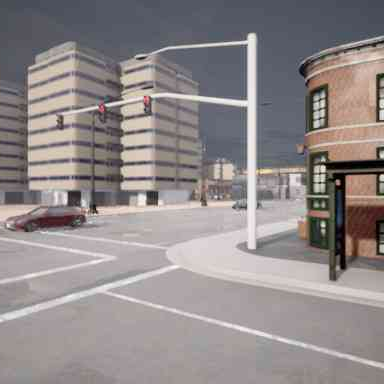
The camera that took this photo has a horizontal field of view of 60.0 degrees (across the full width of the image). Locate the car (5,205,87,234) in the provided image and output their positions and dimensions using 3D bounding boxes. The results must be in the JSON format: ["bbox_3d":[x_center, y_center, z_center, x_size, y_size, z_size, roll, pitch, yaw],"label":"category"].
[{"bbox_3d":[-8.399,1.528,19.547,1.812,1.442,4.674,0,0,35],"label":"car"}]

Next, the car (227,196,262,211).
[{"bbox_3d":[6.830,1.533,41.091,2.033,1.411,5.357,0,0,35],"label":"car"}]

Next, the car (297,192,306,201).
[{"bbox_3d":[20.985,1.029,61.111,2.150,2.045,5.566,0,0,35],"label":"car"}]
